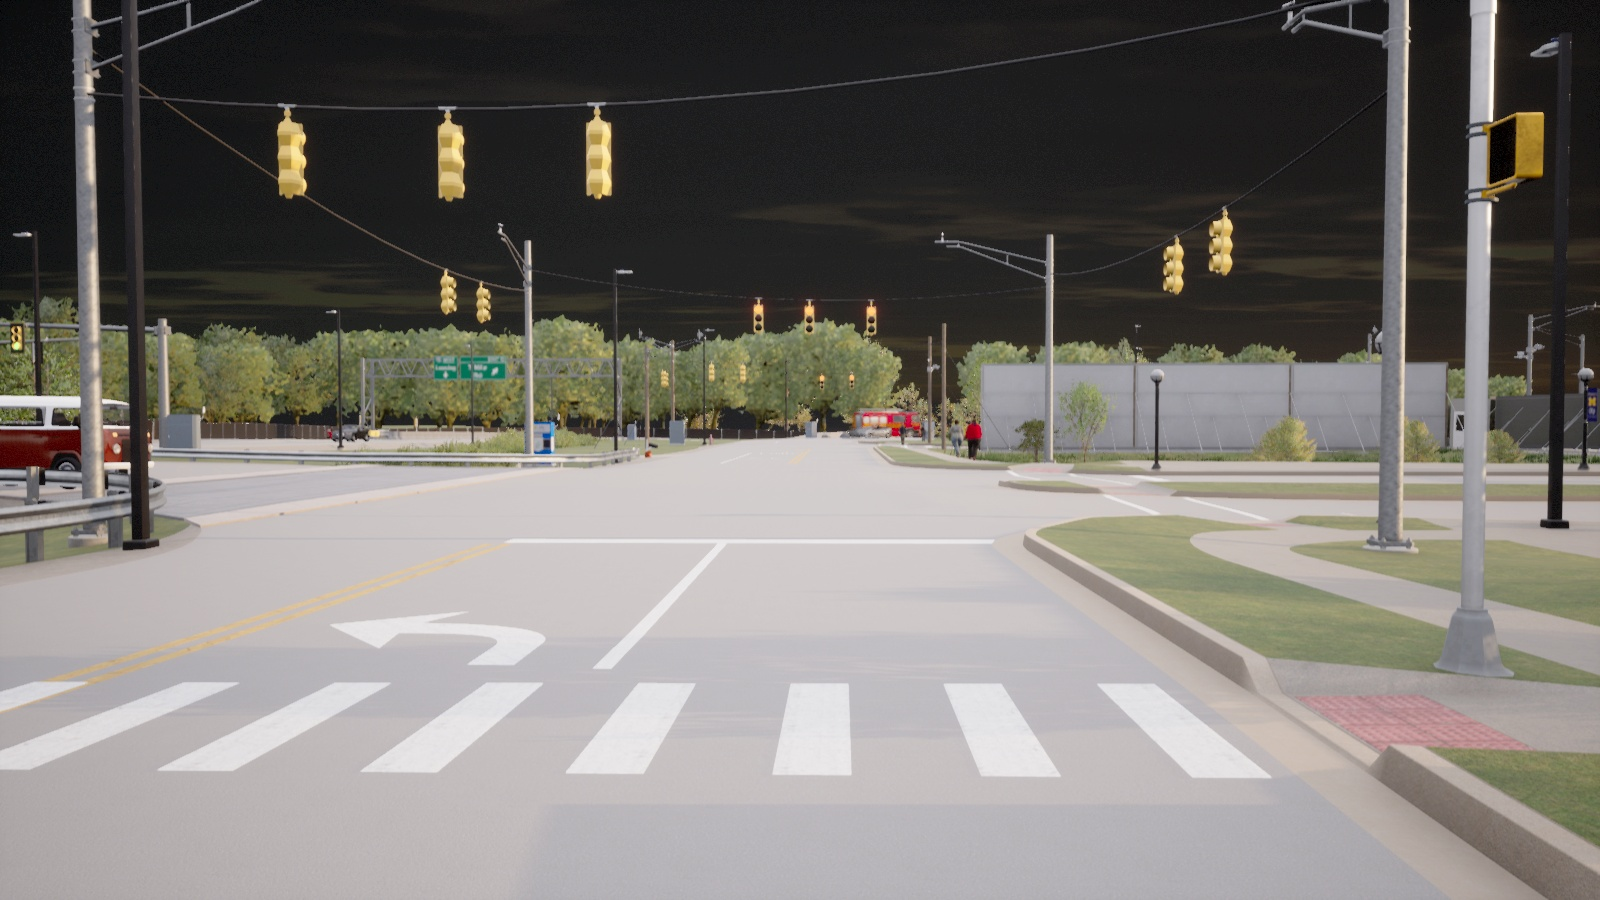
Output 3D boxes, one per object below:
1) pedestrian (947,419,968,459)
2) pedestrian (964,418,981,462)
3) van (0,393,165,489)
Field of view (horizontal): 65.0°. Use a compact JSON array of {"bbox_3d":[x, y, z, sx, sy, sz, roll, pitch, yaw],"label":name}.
[{"bbox_3d":[7.500,-0.531,59.884,0.874,1.855,0.900,0,2,1],"label":"pedestrian"},{"bbox_3d":[7.344,-0.450,53.409,0.634,1.844,0.899,0,2,2],"label":"pedestrian"},{"bbox_3d":[-16.842,-0.198,27.850,4.480,2.038,2.069,0,1,5],"label":"van"}]
